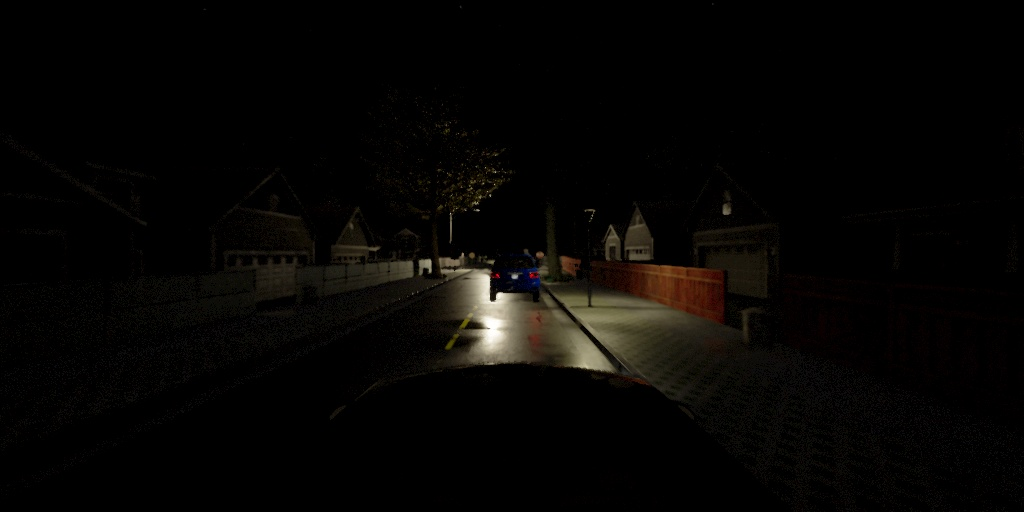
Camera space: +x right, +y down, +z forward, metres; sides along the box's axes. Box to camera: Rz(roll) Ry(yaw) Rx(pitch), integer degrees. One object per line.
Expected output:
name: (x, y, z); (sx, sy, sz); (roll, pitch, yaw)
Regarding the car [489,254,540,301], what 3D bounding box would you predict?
car: (0.104, 0.909, 17.050); (2.150, 2.045, 5.566); (0, 0, 0)
